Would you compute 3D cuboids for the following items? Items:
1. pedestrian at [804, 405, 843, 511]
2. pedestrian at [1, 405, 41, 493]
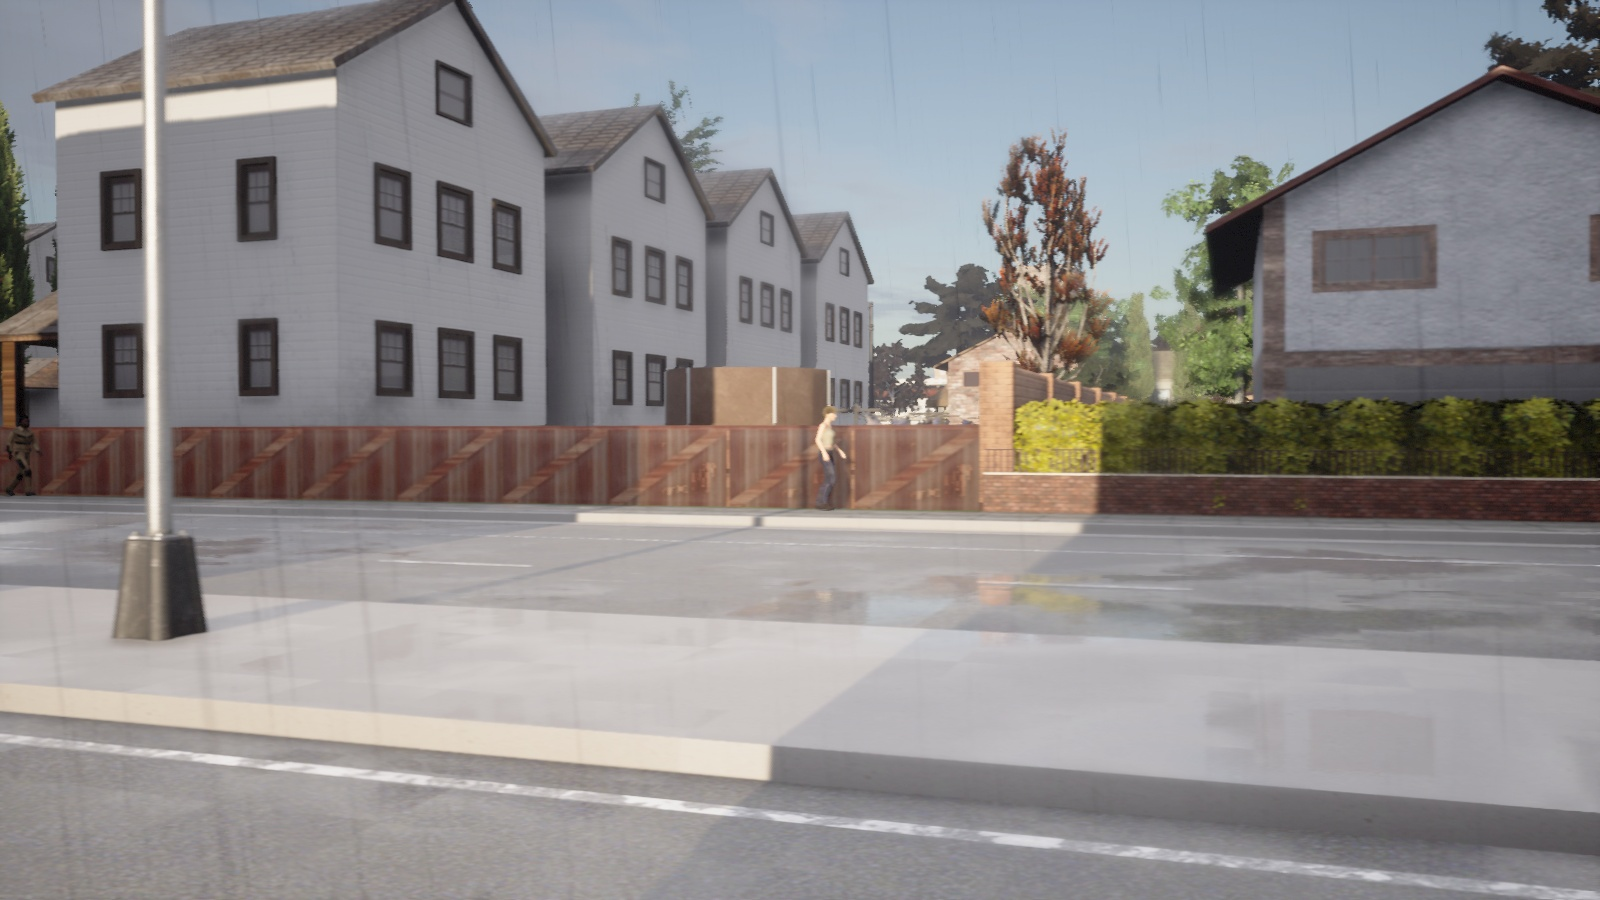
[{"bbox_3d":[0.404,0.133,21.848,0.594,1.836,0.345,1,1,20],"label":"pedestrian"},{"bbox_3d":[-17.241,-0.028,27.785,0.692,1.930,0.396,1,1,19],"label":"pedestrian"}]
